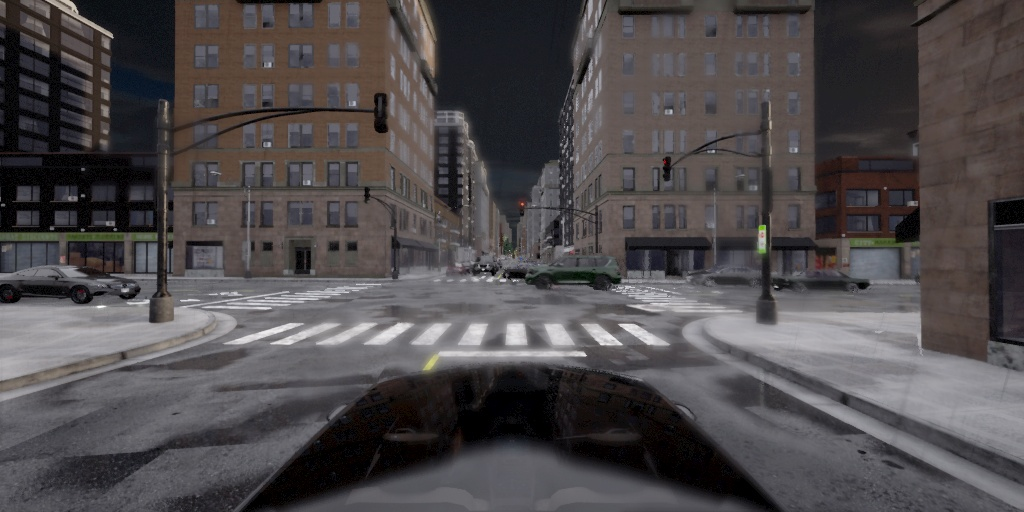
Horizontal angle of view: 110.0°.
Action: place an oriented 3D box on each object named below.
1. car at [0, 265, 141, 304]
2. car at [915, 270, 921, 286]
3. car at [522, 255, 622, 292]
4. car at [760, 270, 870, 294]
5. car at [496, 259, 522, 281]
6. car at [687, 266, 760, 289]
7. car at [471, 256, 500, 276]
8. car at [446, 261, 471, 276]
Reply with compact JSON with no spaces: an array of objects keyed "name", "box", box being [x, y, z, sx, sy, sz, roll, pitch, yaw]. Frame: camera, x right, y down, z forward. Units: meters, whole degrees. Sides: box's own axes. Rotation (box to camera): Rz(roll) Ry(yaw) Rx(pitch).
[{"name":"car","box":[-17.929,1.106,14.506,4.674,1.442,1.812,0,-1,1]},{"name":"car","box":[30.792,1.239,24.148,5.566,2.045,2.150,1,-1,0]},{"name":"car","box":[3.570,0.980,21.056,5.566,2.045,2.150,1,0,0]},{"name":"car","box":[17.724,1.498,20.987,4.718,1.301,1.895,0,-1,1]},{"name":"car","box":[1.249,1.244,28.337,2.128,1.511,4.902,-1,1,-38]},{"name":"car","box":[14.435,1.399,24.253,4.902,1.511,2.128,0,-1,0]},{"name":"car","box":[-2.784,0.976,37.826,2.150,2.045,5.566,0,0,1]},{"name":"car","box":[-5.561,1.336,36.319,1.802,1.307,4.207,0,0,1]}]
